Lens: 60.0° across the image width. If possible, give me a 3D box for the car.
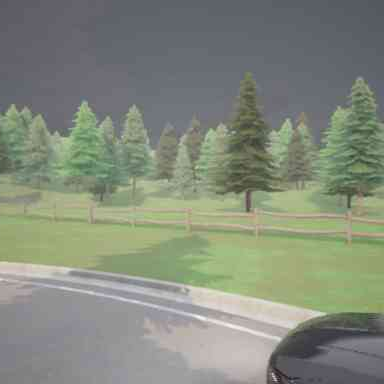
[{"bbox_3d":[2.893,1.507,2.058,4.892,1.490,1.837,0,0,34],"label":"car"}]
